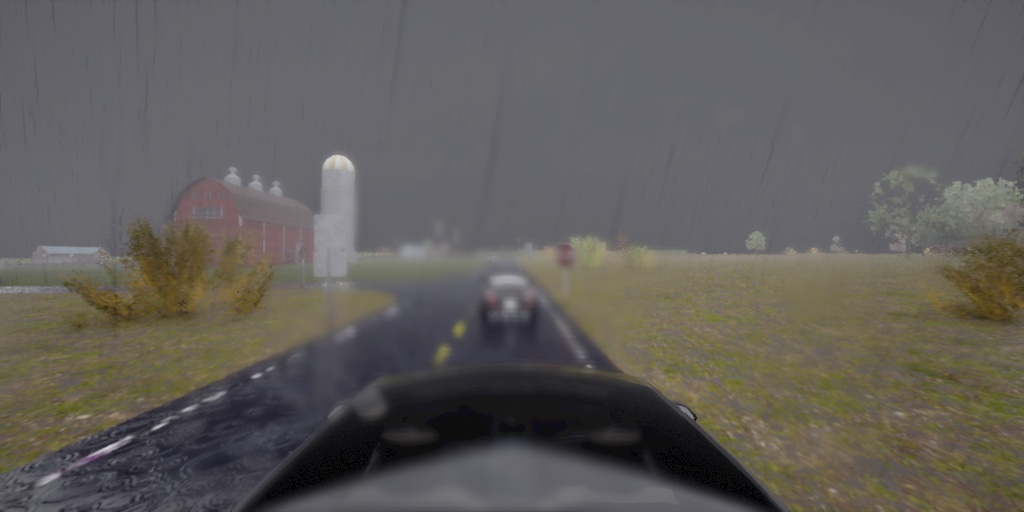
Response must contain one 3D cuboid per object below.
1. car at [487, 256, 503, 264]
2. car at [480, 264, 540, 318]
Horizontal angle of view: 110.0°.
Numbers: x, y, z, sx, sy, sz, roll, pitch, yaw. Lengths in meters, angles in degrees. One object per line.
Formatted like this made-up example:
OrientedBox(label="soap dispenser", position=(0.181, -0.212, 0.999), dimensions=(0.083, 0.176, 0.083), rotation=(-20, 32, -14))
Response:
OrientedBox(label="car", position=(-2.849, 0.817, 56.933), dimensions=(1.837, 1.490, 4.892), rotation=(0, 1, 0))
OrientedBox(label="car", position=(-0.129, 1.186, 12.441), dimensions=(1.812, 1.442, 4.674), rotation=(0, 0, -2))
